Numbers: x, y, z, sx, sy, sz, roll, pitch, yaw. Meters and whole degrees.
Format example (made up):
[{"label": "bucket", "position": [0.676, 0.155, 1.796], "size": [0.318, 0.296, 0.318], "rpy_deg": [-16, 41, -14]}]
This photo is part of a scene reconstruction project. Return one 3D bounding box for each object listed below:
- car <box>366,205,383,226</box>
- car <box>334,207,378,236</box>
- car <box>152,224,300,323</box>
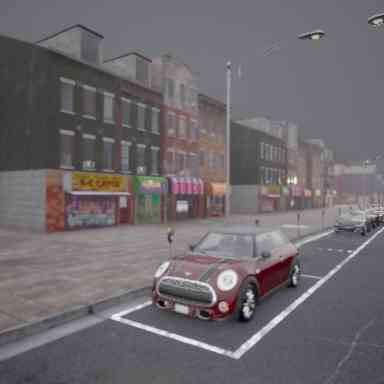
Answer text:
[{"label": "car", "position": [13.196, 1.941, 25.360], "size": [1.887, 1.381, 4.507], "rpy_deg": [0, -1, 34]}, {"label": "car", "position": [10.134, 1.869, 20.872], "size": [2.008, 1.369, 4.403], "rpy_deg": [0, -1, 34]}, {"label": "car", "position": [0.946, 1.526, 7.410], "size": [1.967, 1.590, 4.097], "rpy_deg": [0, -1, 34]}]
